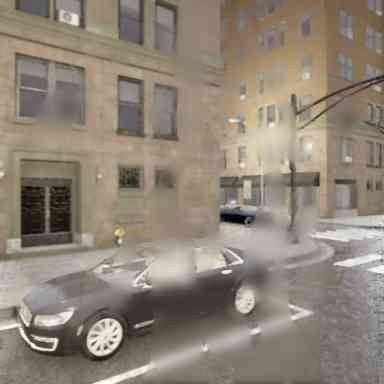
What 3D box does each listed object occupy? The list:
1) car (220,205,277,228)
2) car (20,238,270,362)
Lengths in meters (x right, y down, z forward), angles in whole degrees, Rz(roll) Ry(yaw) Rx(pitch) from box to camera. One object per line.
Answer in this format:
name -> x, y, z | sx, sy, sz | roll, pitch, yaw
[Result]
car -> 3.215, 1.503, 21.630 | 1.895, 1.301, 4.718 | 0, 0, -36
car -> -0.531, 1.548, 5.808 | 4.403, 1.369, 2.008 | 0, 0, -35
